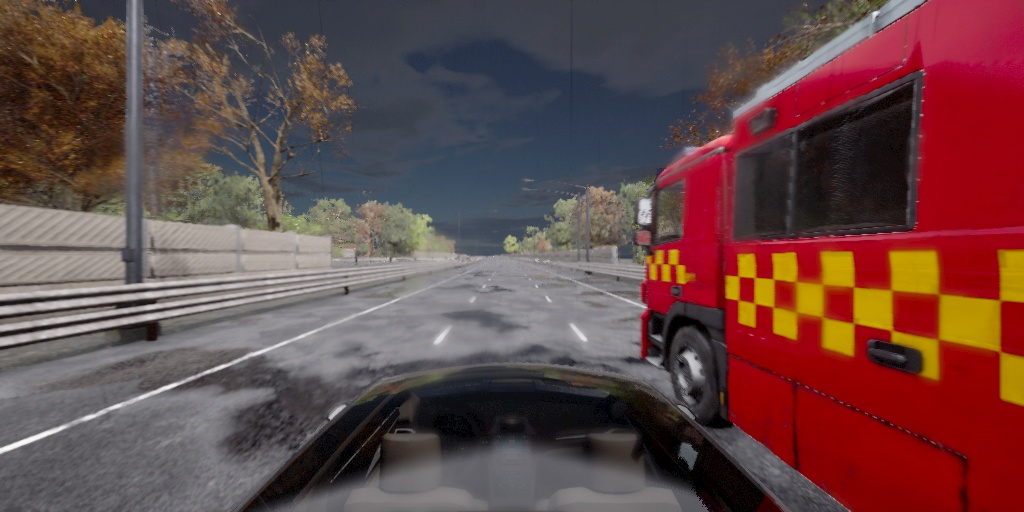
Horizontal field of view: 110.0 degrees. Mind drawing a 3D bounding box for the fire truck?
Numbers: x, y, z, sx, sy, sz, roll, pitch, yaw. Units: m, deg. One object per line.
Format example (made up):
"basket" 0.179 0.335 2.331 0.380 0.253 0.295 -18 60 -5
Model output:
"fire truck" 3.512 0.101 1.752 2.891 3.827 8.468 0 0 0
